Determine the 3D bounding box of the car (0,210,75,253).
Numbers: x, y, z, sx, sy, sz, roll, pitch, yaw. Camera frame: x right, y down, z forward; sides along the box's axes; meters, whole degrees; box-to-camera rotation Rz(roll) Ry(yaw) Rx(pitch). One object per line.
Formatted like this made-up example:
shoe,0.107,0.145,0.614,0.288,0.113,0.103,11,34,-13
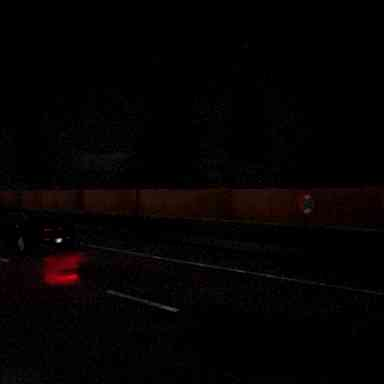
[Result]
car,-6.685,1.516,13.714,4.892,1.490,1.837,0,0,41
